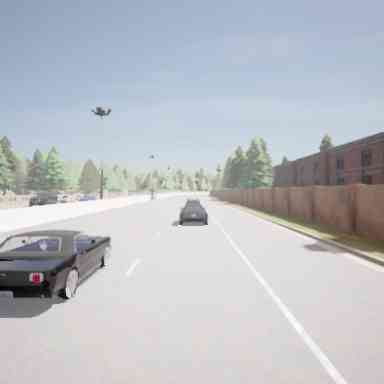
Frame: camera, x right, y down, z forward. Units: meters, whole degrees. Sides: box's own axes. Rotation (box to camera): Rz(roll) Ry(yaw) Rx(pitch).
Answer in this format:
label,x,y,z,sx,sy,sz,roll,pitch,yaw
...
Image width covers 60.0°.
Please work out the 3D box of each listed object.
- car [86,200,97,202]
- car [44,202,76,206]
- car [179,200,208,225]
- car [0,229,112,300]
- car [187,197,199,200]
label,x,y,z,sx,sy,sz,roll,pitch,yaw
car,-17.467,1.354,56.144,1.882,1.535,5.008,0,0,0
car,-14.051,1.502,36.471,1.895,1.301,4.718,0,0,0
car,0.113,1.501,23.749,1.994,1.385,4.181,0,0,0
car,-3.395,1.578,8.265,1.895,1.301,4.718,0,0,0
car,0.124,1.380,41.725,2.128,1.511,4.902,0,0,0
